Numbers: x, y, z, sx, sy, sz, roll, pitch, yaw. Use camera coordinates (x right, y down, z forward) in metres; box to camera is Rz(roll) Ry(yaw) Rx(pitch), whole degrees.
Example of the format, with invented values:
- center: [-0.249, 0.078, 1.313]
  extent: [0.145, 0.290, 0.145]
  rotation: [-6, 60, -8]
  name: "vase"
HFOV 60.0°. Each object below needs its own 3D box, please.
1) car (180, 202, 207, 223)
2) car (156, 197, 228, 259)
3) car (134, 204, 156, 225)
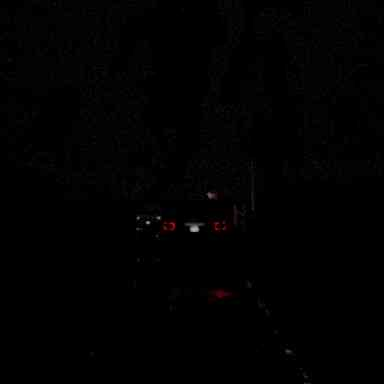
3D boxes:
- center: [0.097, 1.547, 25.900]
  extent: [1.895, 1.301, 4.718]
  rotation: [0, 0, 0]
  name: "car"
- center: [0.096, 1.194, 12.572]
  extent: [2.150, 2.045, 5.566]
  rotation: [0, 0, 0]
  name: "car"
- center: [-2.754, 1.530, 23.466]
  extent: [2.033, 1.411, 5.357]
  rotation: [0, 0, 0]
  name: "car"
